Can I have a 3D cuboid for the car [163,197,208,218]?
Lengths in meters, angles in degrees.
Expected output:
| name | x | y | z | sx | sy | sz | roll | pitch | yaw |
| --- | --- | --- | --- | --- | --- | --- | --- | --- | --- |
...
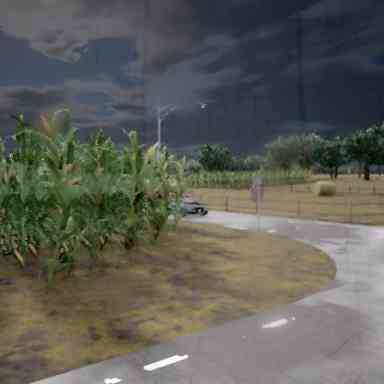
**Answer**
| name | x | y | z | sx | sy | sz | roll | pitch | yaw |
| --- | --- | --- | --- | --- | --- | --- | --- | --- | --- |
| car | -0.617 | 1.093 | 24.976 | 1.994 | 1.385 | 4.181 | -1 | 2 | -35 |
